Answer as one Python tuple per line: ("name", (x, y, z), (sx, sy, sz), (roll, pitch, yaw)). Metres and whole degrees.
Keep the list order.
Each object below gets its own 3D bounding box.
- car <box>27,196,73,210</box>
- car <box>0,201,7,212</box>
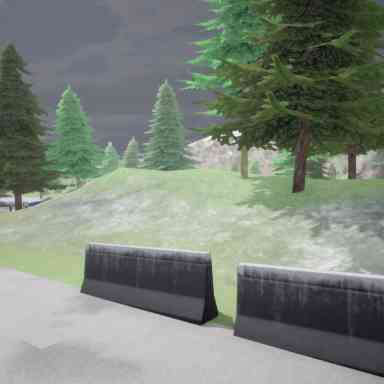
("car", (-18.452, 1.374, 42.769), (5.008, 1.535, 1.882), (0, 0, -42))
("car", (-21.855, 1.398, 34.364), (2.128, 1.511, 4.902), (0, 0, 42))
